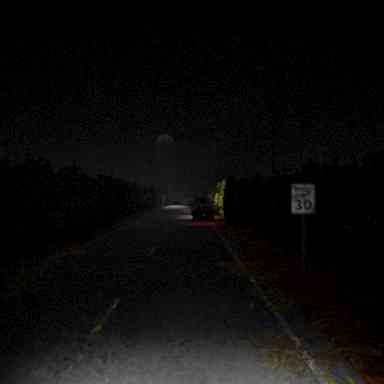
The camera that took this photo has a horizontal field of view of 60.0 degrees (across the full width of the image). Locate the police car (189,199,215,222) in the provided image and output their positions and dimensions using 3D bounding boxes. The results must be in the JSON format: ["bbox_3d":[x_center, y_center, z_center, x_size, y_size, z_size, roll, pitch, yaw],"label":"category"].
[{"bbox_3d":[0.951,1.705,29.630,1.930,1.638,5.238,0,-1,0],"label":"police car"}]

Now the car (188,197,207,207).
[{"bbox_3d":[0.949,1.597,39.552,2.150,2.045,5.566,0,-1,0],"label":"car"}]

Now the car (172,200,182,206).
[{"bbox_3d":[-3.221,2.259,70.955,1.895,1.301,4.718,0,-1,0],"label":"car"}]
